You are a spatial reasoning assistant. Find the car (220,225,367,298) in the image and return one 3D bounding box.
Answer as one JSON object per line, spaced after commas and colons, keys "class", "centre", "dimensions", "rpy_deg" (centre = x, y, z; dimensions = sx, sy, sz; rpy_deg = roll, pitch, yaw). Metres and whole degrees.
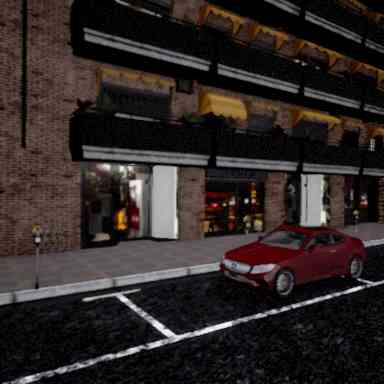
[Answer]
{"class": "car", "centre": [2.635, 1.502, 8.208], "dimensions": [4.206, 1.307, 1.802], "rpy_deg": [0, 1, -33]}
